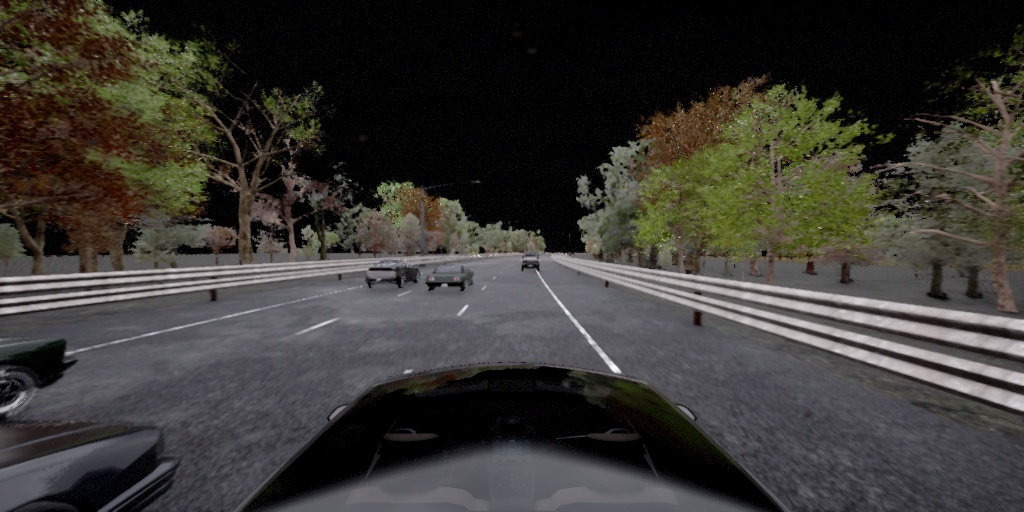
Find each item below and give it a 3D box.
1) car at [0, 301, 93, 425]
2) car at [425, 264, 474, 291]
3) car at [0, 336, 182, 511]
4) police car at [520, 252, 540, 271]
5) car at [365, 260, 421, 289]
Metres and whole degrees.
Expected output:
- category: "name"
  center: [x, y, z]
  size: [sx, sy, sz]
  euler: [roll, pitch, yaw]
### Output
- category: "car"
  center: [-6.887, 1.327, 2.712]
  size: [1.895, 1.301, 4.718]
  euler: [0, 1, 0]
- category: "car"
  center: [-3.173, 1.098, 19.350]
  size: [1.895, 1.301, 4.718]
  euler: [0, 1, 1]
- category: "car"
  center: [-3.392, 1.315, 0.142]
  size: [2.033, 1.411, 5.357]
  euler: [0, 1, 0]
- category: "police car"
  center: [1.886, 0.688, 37.072]
  size: [1.930, 1.638, 5.238]
  euler: [0, 1, 3]
- category: "car"
  center: [-6.642, 0.968, 20.454]
  size: [2.128, 1.511, 4.902]
  euler: [0, 1, 1]
